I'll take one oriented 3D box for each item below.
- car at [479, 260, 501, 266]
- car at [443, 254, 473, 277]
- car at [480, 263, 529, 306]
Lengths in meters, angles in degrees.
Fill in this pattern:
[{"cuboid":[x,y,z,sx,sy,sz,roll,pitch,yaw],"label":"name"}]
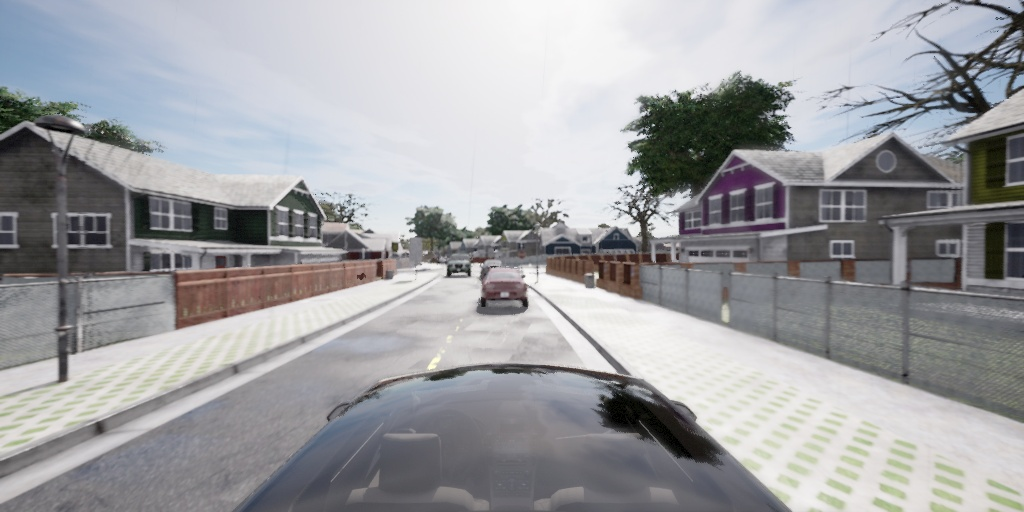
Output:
[{"cuboid":[-1.649,1.103,30.220,1.837,1.490,4.892,0,0,-6],"label":"car"},{"cuboid":[-4.822,0.825,33.103,2.150,2.045,5.566,0,0,-7],"label":"car"},{"cuboid":[-0.362,1.201,15.083,1.812,1.442,4.674,0,0,-3],"label":"car"}]
